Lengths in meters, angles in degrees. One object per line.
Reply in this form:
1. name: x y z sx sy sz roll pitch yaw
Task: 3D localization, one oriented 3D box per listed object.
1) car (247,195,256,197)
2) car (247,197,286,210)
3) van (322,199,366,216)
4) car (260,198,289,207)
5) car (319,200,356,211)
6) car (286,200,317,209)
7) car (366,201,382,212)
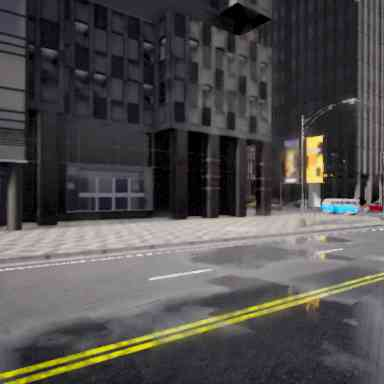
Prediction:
1. car: 10.478 1.491 60.013 2.192 1.841 5.009 1 0 -35
2. car: 10.110 1.760 45.766 1.752 1.417 4.829 1 0 -35
3. van: 16.511 1.675 36.722 1.690 1.788 3.998 1 0 -35
4. car: 13.722 1.773 55.422 1.887 1.381 4.507 1 0 -35
5. car: 20.219 1.895 46.238 1.947 1.339 4.313 1 0 -35
6. car: 16.970 1.829 50.830 2.008 1.369 4.403 1 0 -35
7. car: 23.469 1.819 41.647 1.967 1.590 4.097 1 0 -35
